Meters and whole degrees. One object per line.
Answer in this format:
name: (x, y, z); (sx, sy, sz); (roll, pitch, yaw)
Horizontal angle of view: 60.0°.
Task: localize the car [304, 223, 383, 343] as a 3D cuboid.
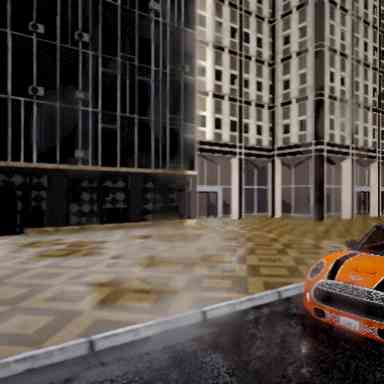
car: (4.157, 1.349, 6.218); (4.553, 1.767, 2.097); (0, 0, -35)
